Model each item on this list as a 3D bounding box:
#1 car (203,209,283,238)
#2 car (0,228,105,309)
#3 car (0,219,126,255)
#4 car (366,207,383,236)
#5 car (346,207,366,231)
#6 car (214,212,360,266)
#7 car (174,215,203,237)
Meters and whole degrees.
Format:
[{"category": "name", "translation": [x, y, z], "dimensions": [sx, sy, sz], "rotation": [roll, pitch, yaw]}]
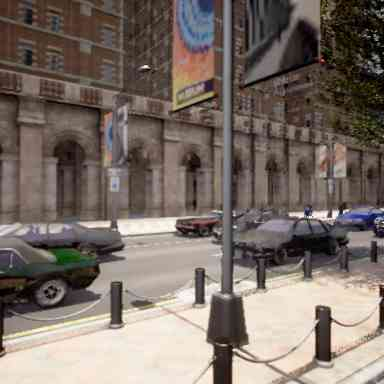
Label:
[{"category": "car", "translation": [3.173, 1.612, 16.126], "dimensions": [4.892, 1.490, 1.837], "rotation": [0, 0, -36]}, {"category": "car", "translation": [-4.351, 1.614, 6.407], "dimensions": [4.718, 1.301, 1.895], "rotation": [1, 0, -36]}, {"category": "car", "translation": [-4.814, 1.581, 10.386], "dimensions": [5.357, 1.411, 2.033], "rotation": [1, 0, -36]}, {"category": "car", "translation": [11.788, 1.514, 18.002], "dimensions": [4.553, 1.767, 2.097], "rotation": [1, 0, -35]}, {"category": "car", "translation": [11.358, 1.708, 21.995], "dimensions": [4.674, 1.442, 1.812], "rotation": [1, 0, -35]}, {"category": "car", "translation": [3.625, 1.635, 12.142], "dimensions": [5.357, 1.411, 2.033], "rotation": [1, 0, -36]}, {"category": "car", "translation": [1.359, 1.707, 18.702], "dimensions": [4.718, 1.301, 1.895], "rotation": [1, 0, -36]}]
